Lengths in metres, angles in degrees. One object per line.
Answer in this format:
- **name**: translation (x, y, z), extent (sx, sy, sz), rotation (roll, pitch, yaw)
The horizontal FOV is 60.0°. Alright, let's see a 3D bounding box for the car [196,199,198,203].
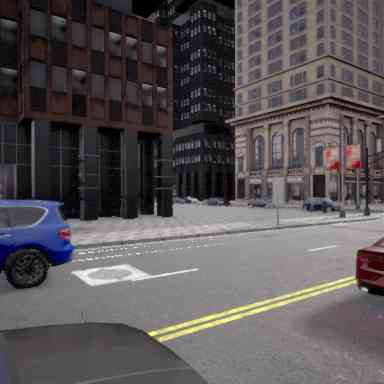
- **car**: translation (-0.708, 1.578, 65.587), extent (1.812, 1.442, 4.674), rotation (0, 0, -35)

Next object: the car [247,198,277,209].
- **car**: translation (9.665, 1.523, 45.348), extent (2.128, 1.511, 4.902), rotation (0, 0, -35)

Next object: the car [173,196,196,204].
- **car**: translation (-2.132, 1.606, 62.125), extent (2.033, 1.411, 5.357), rotation (0, 0, -35)

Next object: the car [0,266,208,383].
- **car**: translation (-2.352, 1.548, 1.767), extent (5.357, 1.411, 2.033), rotation (0, 0, -35)

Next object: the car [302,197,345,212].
- **car**: translation (14.939, 1.374, 37.881), extent (2.097, 1.767, 4.553), rotation (0, 0, -35)

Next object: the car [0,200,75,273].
- **car**: translation (-5.633, 1.221, 7.652), extent (5.566, 2.045, 2.150), rotation (0, 0, -35)

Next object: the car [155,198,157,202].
- **car**: translation (-6.704, 1.593, 73.898), extent (2.128, 1.511, 4.902), rotation (0, 0, -35)

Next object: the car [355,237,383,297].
- **car**: translation (5.665, 1.477, 7.480), extent (5.008, 1.535, 1.882), rotation (0, 0, -36)

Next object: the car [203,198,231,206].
- **car**: translation (3.976, 1.592, 53.415), extent (2.033, 1.411, 5.357), rotation (0, 0, -35)
